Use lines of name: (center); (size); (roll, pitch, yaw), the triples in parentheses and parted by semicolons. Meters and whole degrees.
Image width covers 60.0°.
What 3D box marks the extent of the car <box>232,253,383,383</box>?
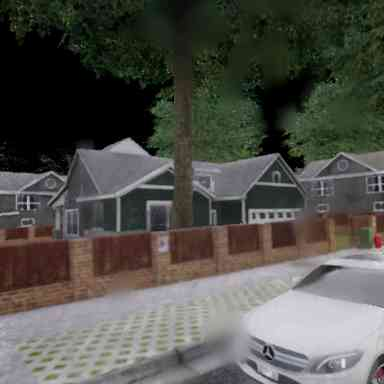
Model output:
car: (2.716, 1.748, 5.109); (4.674, 1.442, 1.812); (0, -4, -36)
